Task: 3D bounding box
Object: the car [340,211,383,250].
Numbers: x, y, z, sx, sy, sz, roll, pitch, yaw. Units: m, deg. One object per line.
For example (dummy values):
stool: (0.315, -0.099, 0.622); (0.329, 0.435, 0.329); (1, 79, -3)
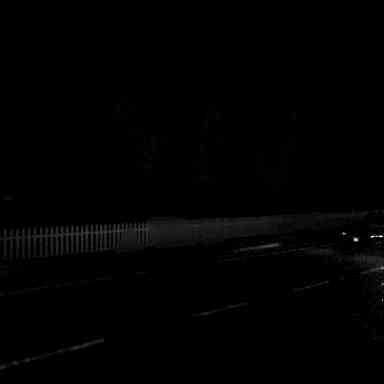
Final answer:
car: (8.252, 1.596, 14.157); (4.892, 1.490, 1.837); (0, 0, -35)
